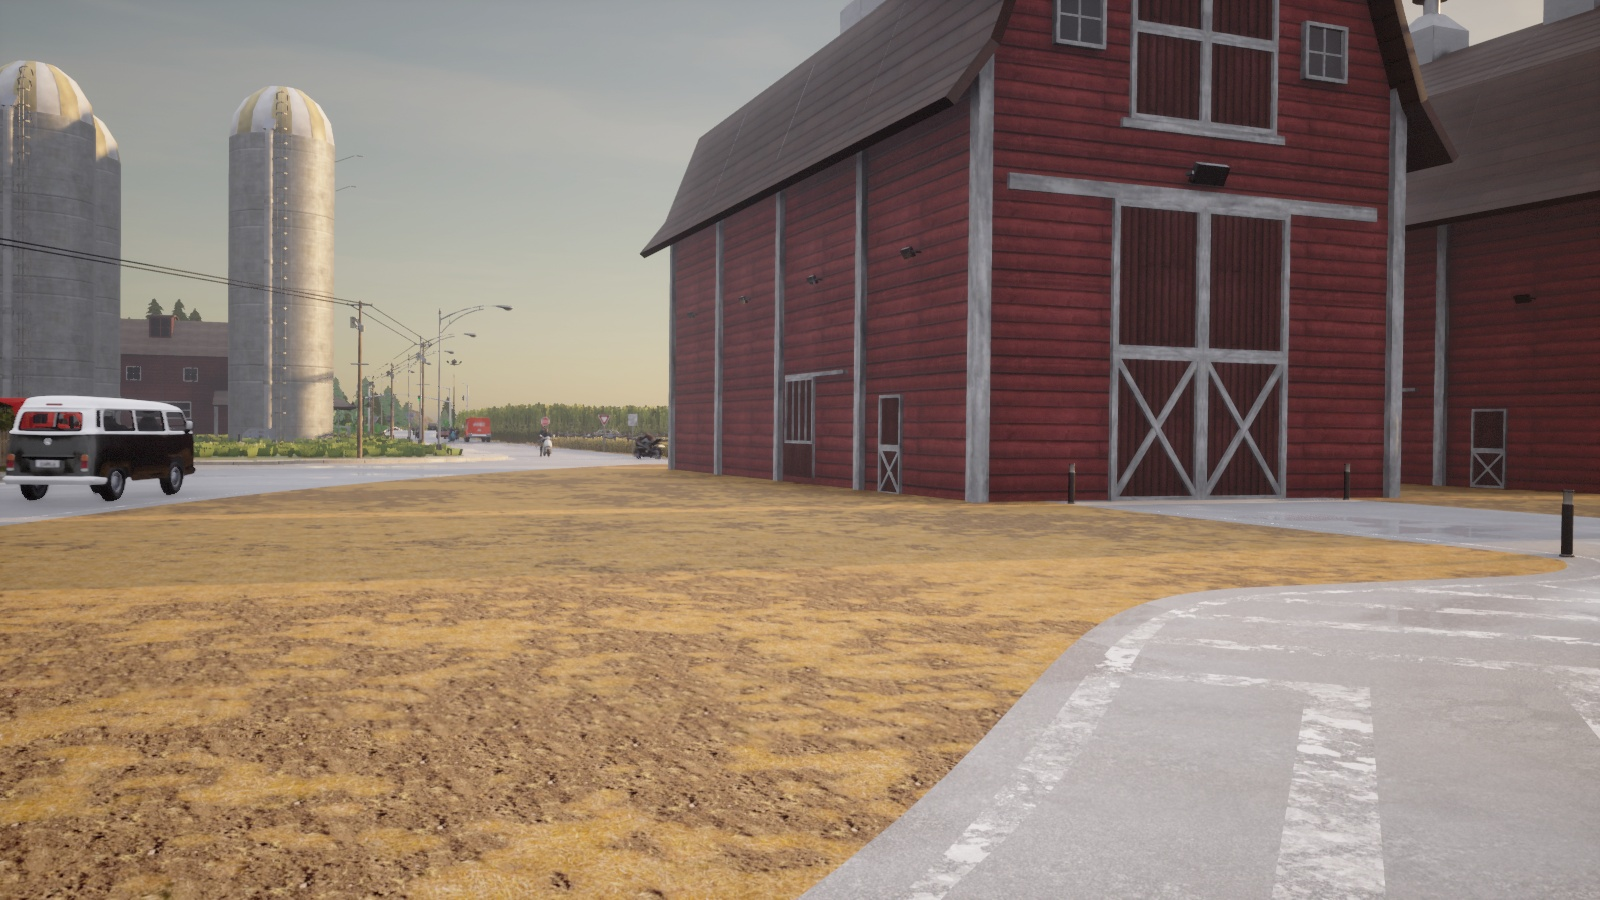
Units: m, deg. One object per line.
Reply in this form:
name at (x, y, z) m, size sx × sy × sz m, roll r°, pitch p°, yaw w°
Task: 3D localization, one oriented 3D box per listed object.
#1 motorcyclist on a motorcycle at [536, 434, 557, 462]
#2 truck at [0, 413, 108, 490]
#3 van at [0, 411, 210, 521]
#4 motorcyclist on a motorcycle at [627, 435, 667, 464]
motorcyclist on a motorcycle at (-14.397, -0.113, 71.284) m, size 0.866 × 1.590 × 1.817 m, roll -1°, pitch 1°, yaw -21°
truck at (-26.391, 0.055, 41.922) m, size 5.204 × 2.467 × 2.627 m, roll -1°, pitch 1°, yaw -14°
van at (-14.073, 0.251, 25.561) m, size 2.069 × 2.038 × 4.480 m, roll -1°, pitch 1°, yaw -2°
motorcyclist on a motorcycle at (-8.167, -0.033, 66.994) m, size 2.191 × 1.530 × 0.866 m, roll 0°, pitch 0°, yaw 42°
